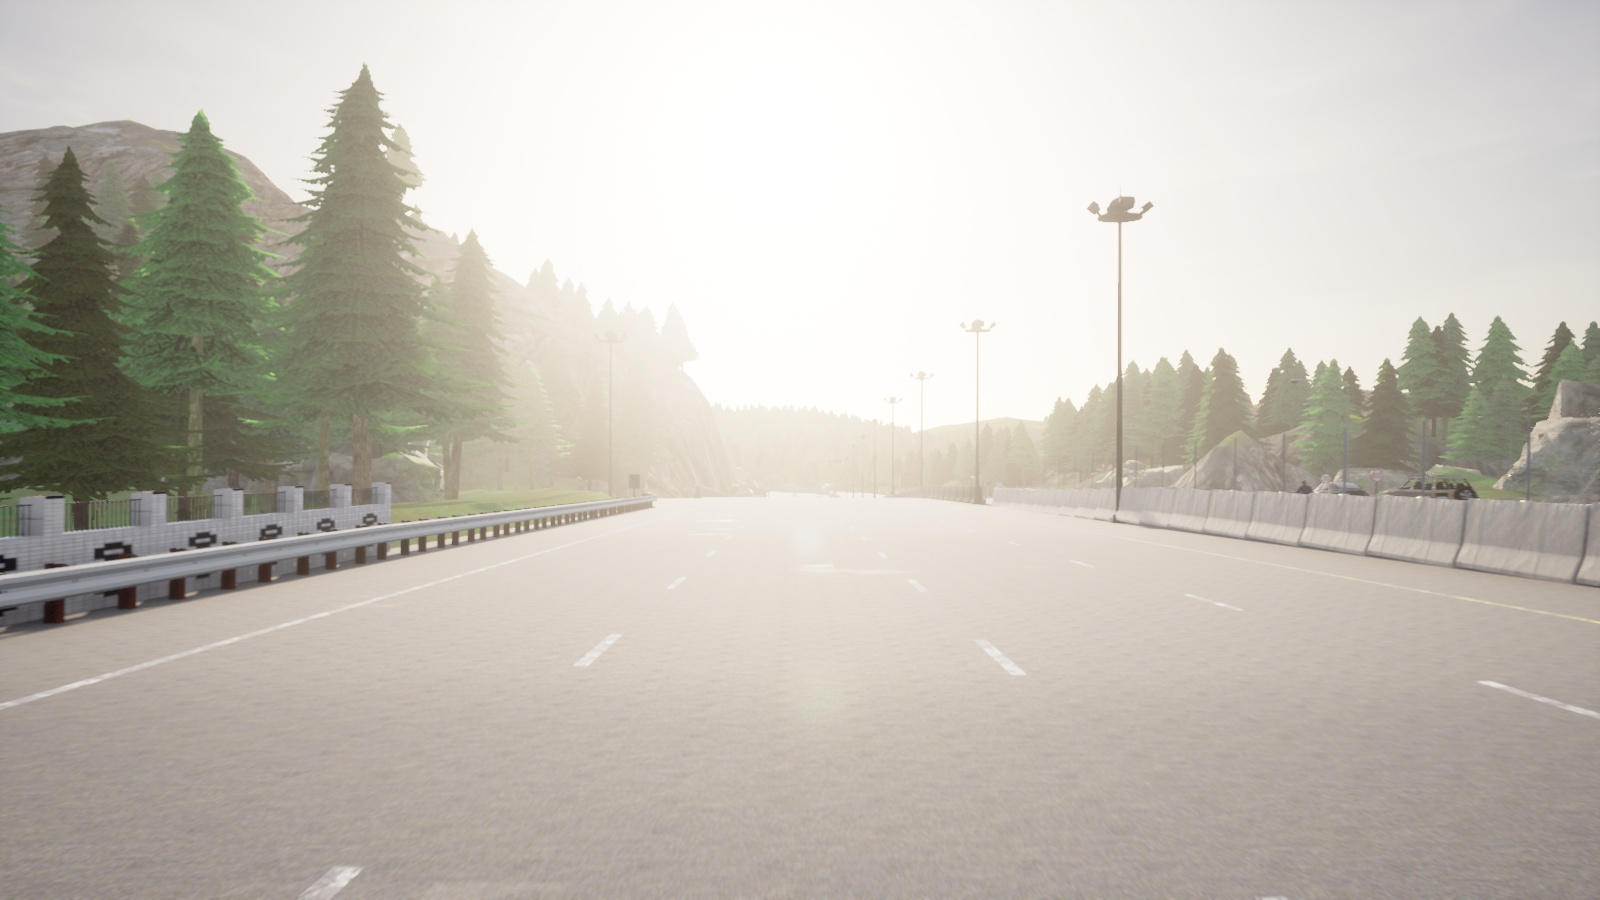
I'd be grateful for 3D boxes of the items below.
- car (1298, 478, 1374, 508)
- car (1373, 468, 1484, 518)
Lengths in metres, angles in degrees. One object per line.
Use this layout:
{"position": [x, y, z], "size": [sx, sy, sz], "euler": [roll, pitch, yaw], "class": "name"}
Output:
{"position": [27.801, 2.228, 65.319], "size": [1.837, 1.490, 4.892], "euler": [0, -1, 0], "class": "car"}
{"position": [24.371, 1.661, 48.911], "size": [1.932, 1.855, 4.605], "euler": [0, -1, -1], "class": "car"}
